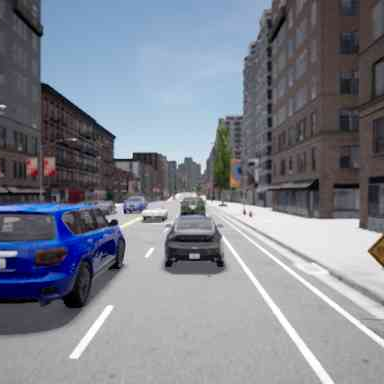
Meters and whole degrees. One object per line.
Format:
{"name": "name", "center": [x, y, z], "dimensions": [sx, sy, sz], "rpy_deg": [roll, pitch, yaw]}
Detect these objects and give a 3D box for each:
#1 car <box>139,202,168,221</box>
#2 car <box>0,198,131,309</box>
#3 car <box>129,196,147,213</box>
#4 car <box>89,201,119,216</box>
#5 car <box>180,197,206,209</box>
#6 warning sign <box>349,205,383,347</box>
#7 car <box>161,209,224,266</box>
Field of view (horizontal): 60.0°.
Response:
{"name": "car", "center": [-3.166, 1.812, 29.405], "dimensions": [1.895, 1.301, 4.718], "rpy_deg": [0, -1, 0]}
{"name": "car", "center": [-3.180, 1.273, 8.124], "dimensions": [2.150, 2.045, 5.566], "rpy_deg": [0, 0, 0]}
{"name": "car", "center": [-6.604, 1.528, 39.161], "dimensions": [2.150, 2.045, 5.566], "rpy_deg": [0, -1, 0]}
{"name": "car", "center": [-9.855, 1.783, 37.695], "dimensions": [2.128, 1.511, 4.902], "rpy_deg": [0, -1, 0]}
{"name": "car", "center": [0.087, 1.438, 29.913], "dimensions": [2.150, 2.045, 5.566], "rpy_deg": [0, 0, 0]}
{"name": "warning sign", "center": [3.229, 1.146, 4.931], "dimensions": [1.300, 1.860, 1.060], "rpy_deg": [0, 0, 0]}
{"name": "car", "center": [0.082, 1.581, 11.873], "dimensions": [1.837, 1.490, 4.892], "rpy_deg": [0, 0, 0]}
